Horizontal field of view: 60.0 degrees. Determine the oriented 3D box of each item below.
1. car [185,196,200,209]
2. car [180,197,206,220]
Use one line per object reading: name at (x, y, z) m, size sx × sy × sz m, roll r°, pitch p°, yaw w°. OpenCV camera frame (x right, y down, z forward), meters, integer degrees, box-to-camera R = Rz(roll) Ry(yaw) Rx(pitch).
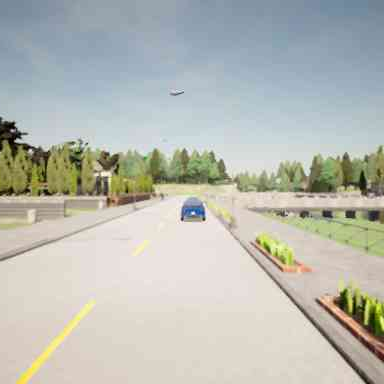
car at (0.092, 1.337, 43.065) m, size 1.812 × 1.442 × 4.674 m, roll 0°, pitch 0°, yaw 0°
car at (0.090, 1.360, 26.620) m, size 1.882 × 1.535 × 5.008 m, roll 0°, pitch 0°, yaw 0°
